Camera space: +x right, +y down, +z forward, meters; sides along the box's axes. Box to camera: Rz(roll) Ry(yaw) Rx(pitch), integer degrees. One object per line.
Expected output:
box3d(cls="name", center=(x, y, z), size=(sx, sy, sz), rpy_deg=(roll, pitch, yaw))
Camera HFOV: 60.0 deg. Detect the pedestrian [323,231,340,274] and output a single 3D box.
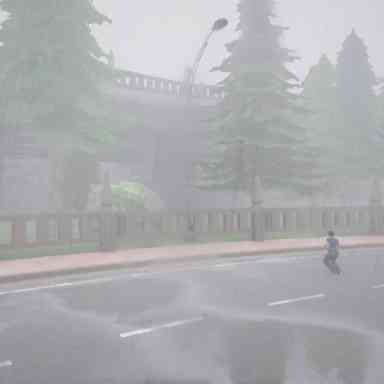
box3d(cls="pedestrian", center=(3.837, 1.574, 9.092), size=(0.375, 1.300, 0.375), rpy_deg=(0, 0, -21))
